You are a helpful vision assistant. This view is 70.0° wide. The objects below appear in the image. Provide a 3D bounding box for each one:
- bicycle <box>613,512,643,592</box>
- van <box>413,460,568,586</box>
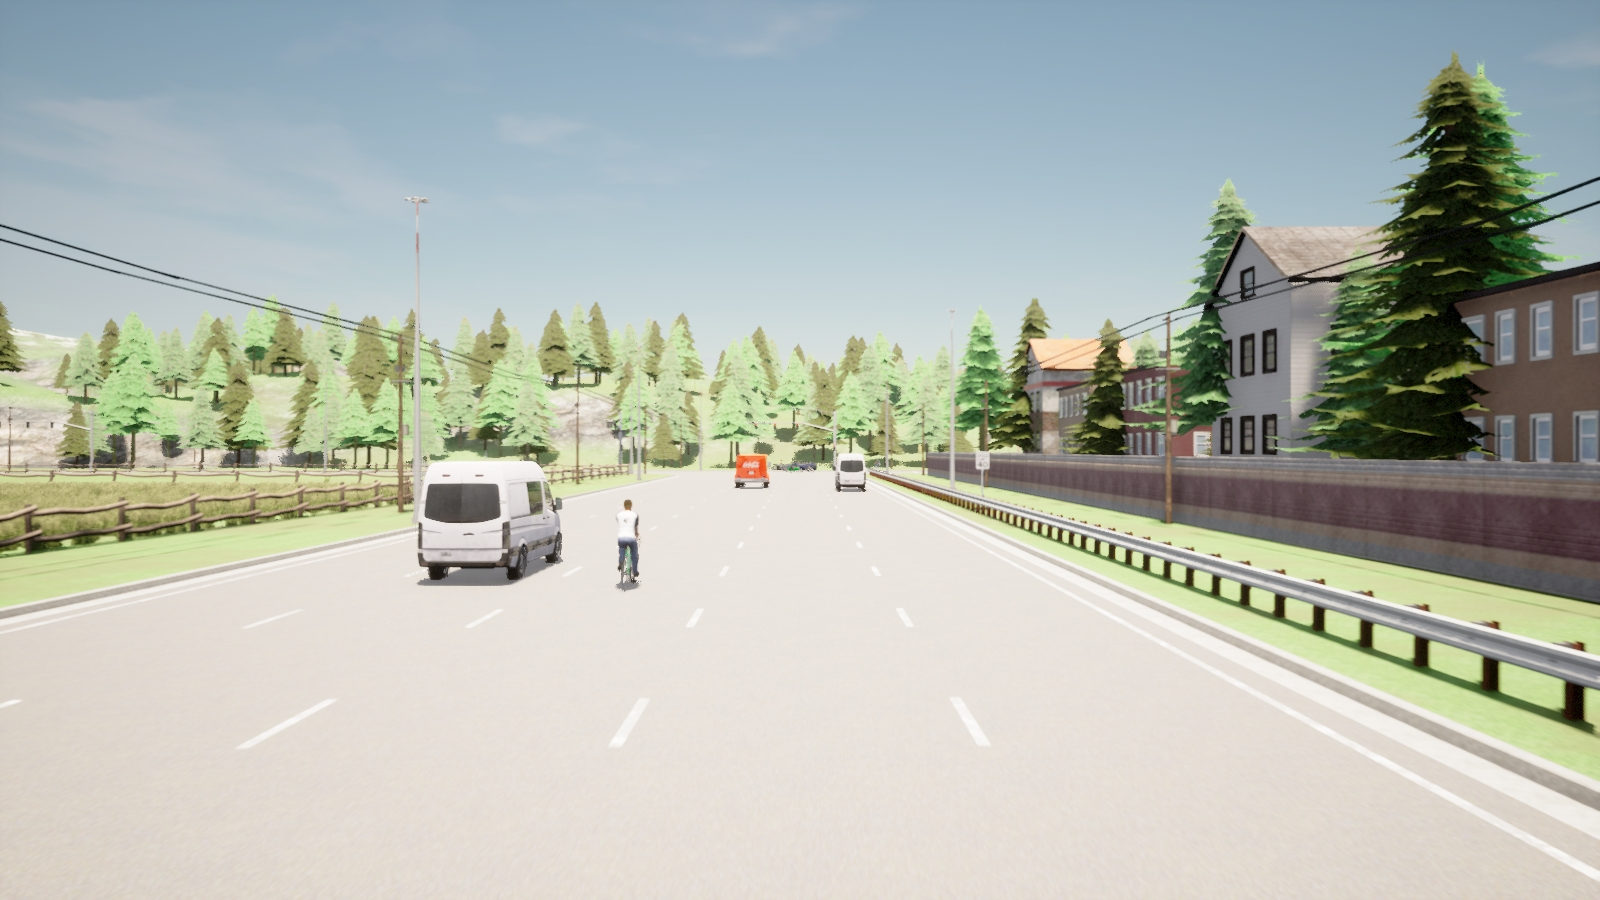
[{"bbox_3d":[-3.498,2.056,23.340,0.373,1.496,1.643,0,0,0],"label":"bicycle"},{"bbox_3d":[-6.995,1.534,26.534,1.988,2.561,5.915,0,0,0],"label":"van"}]
